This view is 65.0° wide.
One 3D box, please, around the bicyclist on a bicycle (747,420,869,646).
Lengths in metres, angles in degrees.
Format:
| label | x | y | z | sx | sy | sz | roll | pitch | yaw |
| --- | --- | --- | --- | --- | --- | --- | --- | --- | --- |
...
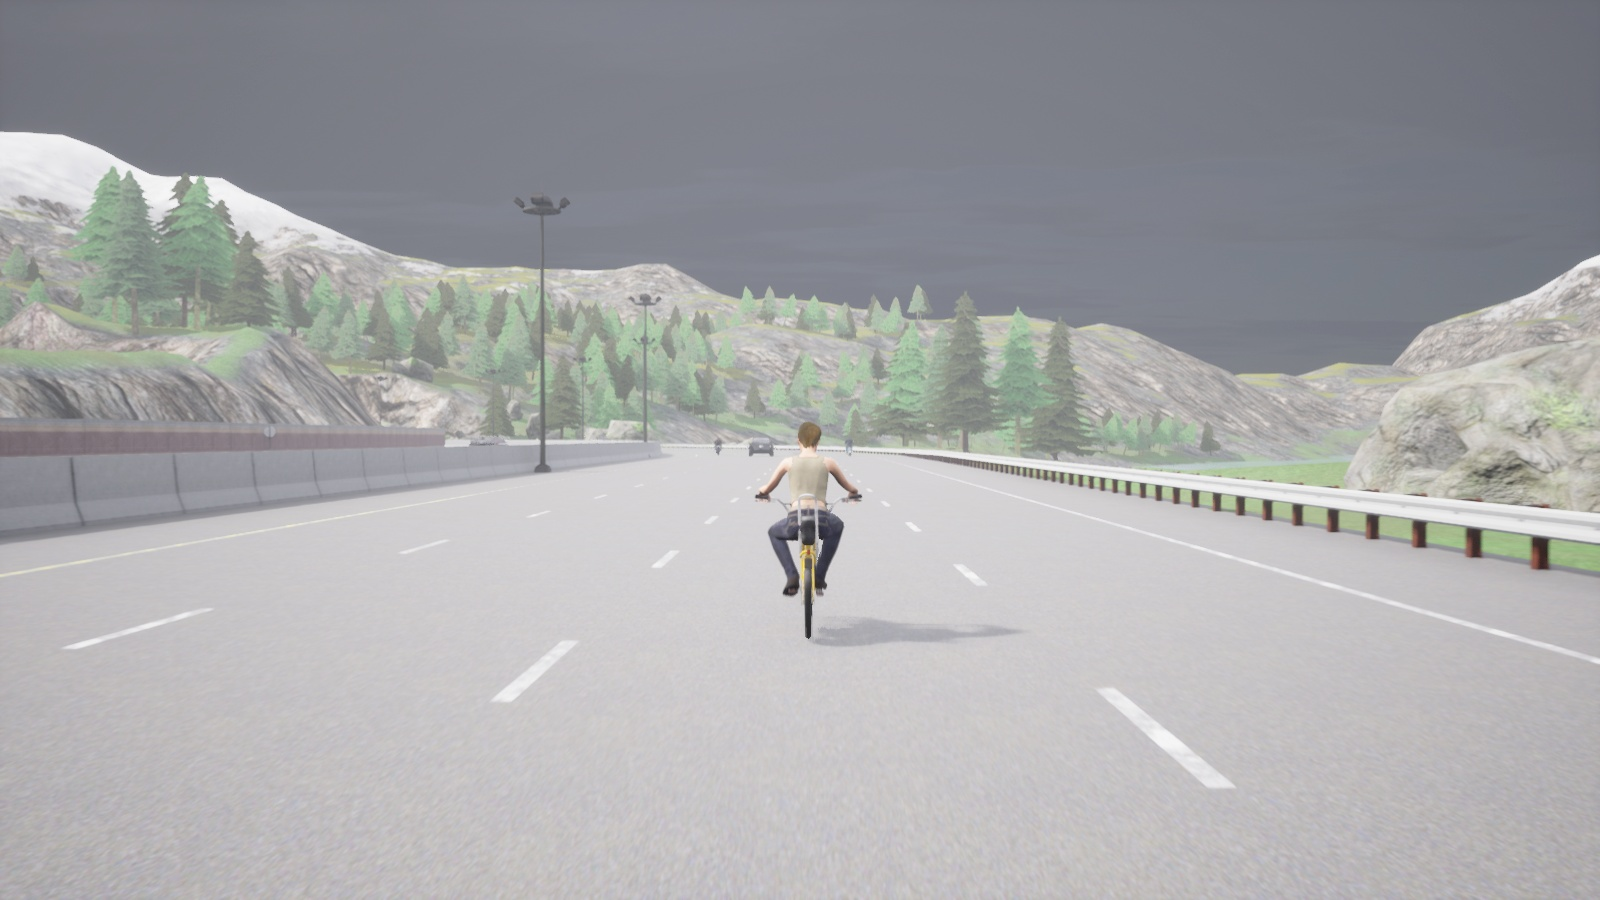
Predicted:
| label | x | y | z | sx | sy | sz | roll | pitch | yaw |
| --- | --- | --- | --- | --- | --- | --- | --- | --- | --- |
| bicyclist on a bicycle | 0.065 | 0.582 | 9.707 | 0.866 | 1.612 | 1.509 | 0 | 1 | 1 |
